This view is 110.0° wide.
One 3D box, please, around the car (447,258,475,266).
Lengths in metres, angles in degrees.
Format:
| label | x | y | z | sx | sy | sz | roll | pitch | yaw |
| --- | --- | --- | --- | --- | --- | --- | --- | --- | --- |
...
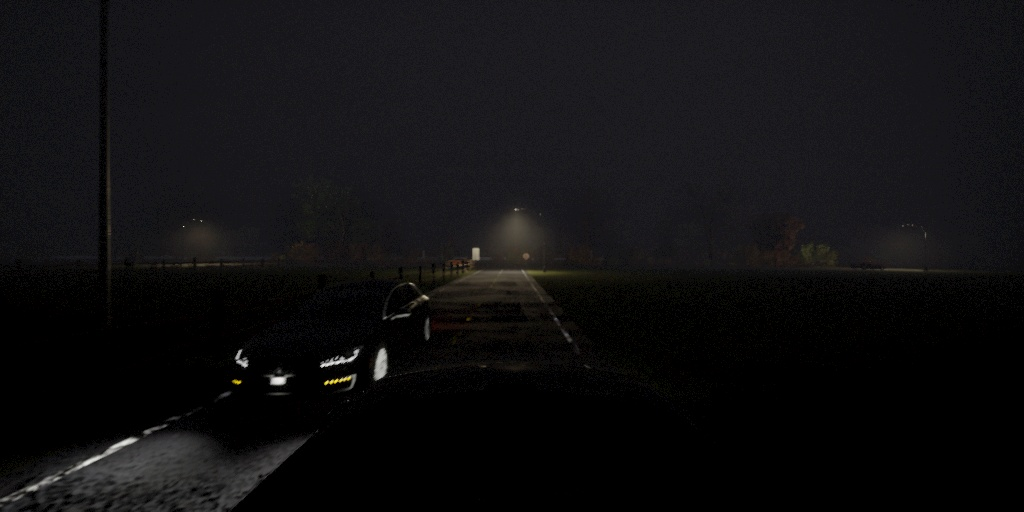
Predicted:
| label | x | y | z | sx | sy | sz | roll | pitch | yaw |
| --- | --- | --- | --- | --- | --- | --- | --- | --- | --- |
| car | -9.184 | 1.080 | 64.194 | 5.008 | 1.535 | 1.882 | 1 | 1 | 11 |

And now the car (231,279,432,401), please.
| label | x | y | z | sx | sy | sz | roll | pitch | yaw |
| --- | --- | --- | --- | --- | --- | --- | --- | --- | --- |
| car | -2.831 | 1.252 | 6.795 | 1.837 | 1.490 | 4.892 | 0 | 0 | 0 |
